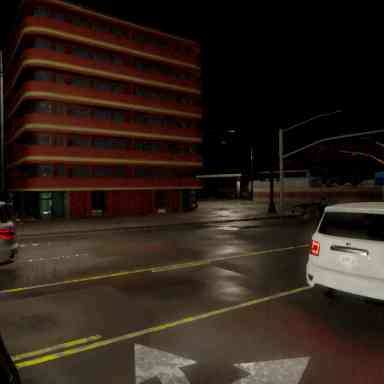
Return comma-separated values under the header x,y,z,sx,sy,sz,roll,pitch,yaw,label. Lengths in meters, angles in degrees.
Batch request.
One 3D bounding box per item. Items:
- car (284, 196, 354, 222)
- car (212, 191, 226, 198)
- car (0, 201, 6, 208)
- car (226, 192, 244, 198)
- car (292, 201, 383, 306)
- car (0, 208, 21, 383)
x,y,z,sx,sy,sz,roll,pitch,yaw,label
8.853,1.091,23.030,4.902,1.511,2.128,-1,0,-35,car
7.480,0.671,89.354,4.611,1.667,2.242,-1,1,-35,car
-7.064,1.222,7.553,5.566,2.045,2.150,0,0,-35,car
11.445,0.817,85.128,3.806,1.475,1.970,-1,1,-35,car
4.821,1.217,7.164,5.566,2.045,2.150,0,0,-35,car
-3.679,1.222,1.128,5.566,2.045,2.150,0,0,-35,car
